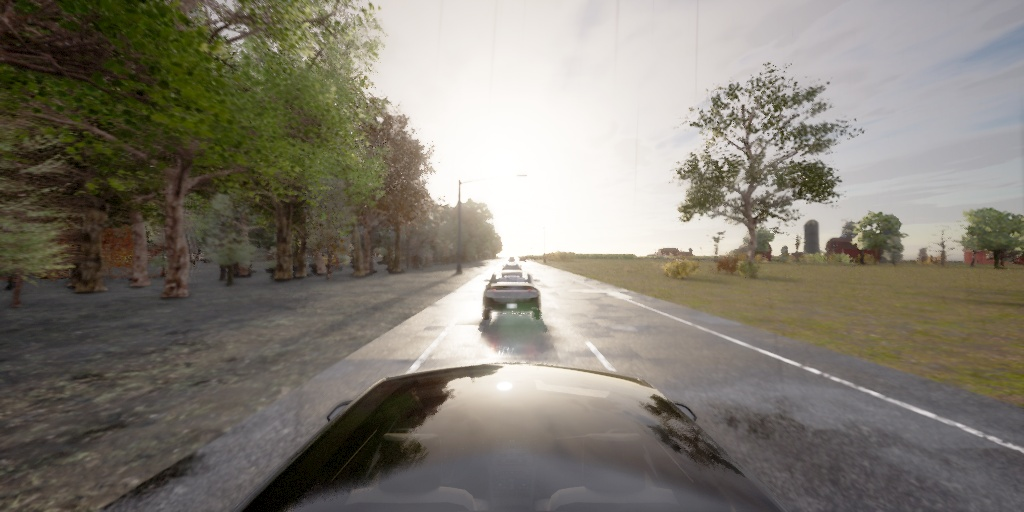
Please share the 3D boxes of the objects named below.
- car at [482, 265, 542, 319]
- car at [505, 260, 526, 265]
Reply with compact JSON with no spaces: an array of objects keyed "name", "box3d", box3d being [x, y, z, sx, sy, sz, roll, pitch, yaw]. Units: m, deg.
[{"name":"car","box3d":[0.000,1.250,12.872,2.128,1.511,4.902,0,0,0]},{"name":"car","box3d":[0.000,1.316,34.199,1.994,1.385,4.181,0,0,0]}]
